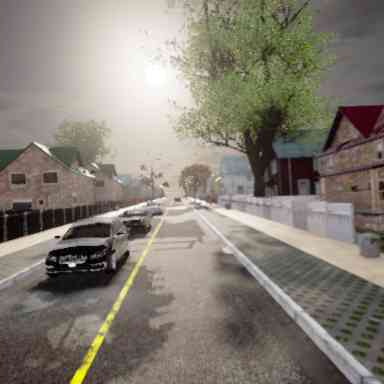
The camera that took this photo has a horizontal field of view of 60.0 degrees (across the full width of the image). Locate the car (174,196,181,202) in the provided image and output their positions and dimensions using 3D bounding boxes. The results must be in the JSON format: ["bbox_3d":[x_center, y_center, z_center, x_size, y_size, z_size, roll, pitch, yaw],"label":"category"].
[{"bbox_3d":[-3.740,1.806,86.379,2.033,1.411,5.357,-3,0,-3],"label":"car"}]

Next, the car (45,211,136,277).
[{"bbox_3d":[-3.230,1.657,11.100,1.837,1.490,4.892,-3,0,-2],"label":"car"}]

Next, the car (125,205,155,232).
[{"bbox_3d":[-3.673,1.774,21.239,1.895,1.301,4.718,-3,0,-2],"label":"car"}]

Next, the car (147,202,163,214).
[{"bbox_3d":[-4.307,1.825,37.512,1.895,1.301,4.718,-3,0,-3],"label":"car"}]
